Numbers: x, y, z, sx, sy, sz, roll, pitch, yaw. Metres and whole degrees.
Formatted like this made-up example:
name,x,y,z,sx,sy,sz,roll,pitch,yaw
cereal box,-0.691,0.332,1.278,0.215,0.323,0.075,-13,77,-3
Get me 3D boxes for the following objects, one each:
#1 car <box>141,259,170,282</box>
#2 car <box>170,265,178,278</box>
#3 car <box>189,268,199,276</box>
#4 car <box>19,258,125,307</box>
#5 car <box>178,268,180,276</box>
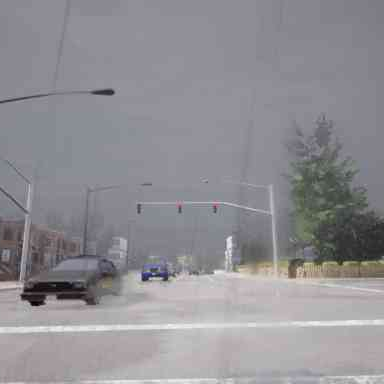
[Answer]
name,x,y,z,sx,sy,sz,roll,pitch,yaw
car,-3.312,7.023,30.065,2.150,2.045,5.566,0,-13,-4
car,-3.404,10.980,46.329,2.097,1.767,4.553,-1,-13,0
car,0.365,14.644,61.299,2.033,1.411,5.357,-1,-13,0
car,-3.587,2.926,11.176,2.033,1.411,5.357,-1,-13,0
car,-3.231,14.805,62.323,1.837,1.490,4.892,-1,-13,0
